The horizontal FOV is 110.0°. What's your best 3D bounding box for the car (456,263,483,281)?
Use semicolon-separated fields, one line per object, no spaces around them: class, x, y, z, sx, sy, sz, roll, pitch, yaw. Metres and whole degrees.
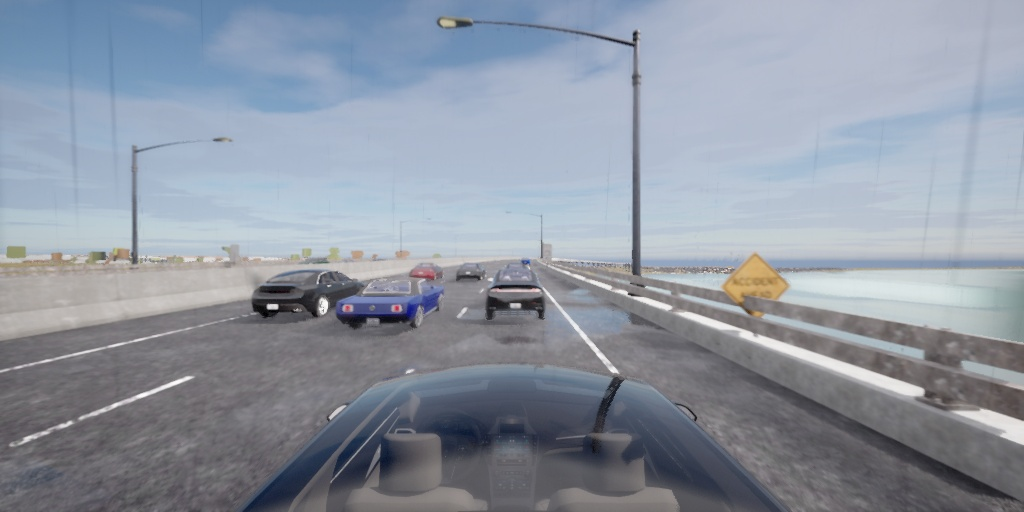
car;-3.190;1.205;28.463;1.994;1.385;4.181;0;0;1

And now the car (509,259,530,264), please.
car;0.311;1.205;28.479;1.994;1.385;4.181;0;0;1

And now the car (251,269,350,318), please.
car;-6.869;1.206;12.745;1.837;1.490;4.892;0;0;1

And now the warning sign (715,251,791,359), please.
warning sign;4.556;0.844;6.707;1.300;1.860;1.060;0;0;0

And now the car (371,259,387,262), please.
car;-17.016;1.090;45.208;1.837;1.490;4.892;0;0;2

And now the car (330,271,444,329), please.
car;-3.385;1.310;11.043;1.895;1.301;4.718;0;0;1

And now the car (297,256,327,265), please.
car;-24.059;0.943;43.553;2.097;1.767;4.553;0;0;2

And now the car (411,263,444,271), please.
car;-6.691;1.205;28.461;1.994;1.385;4.181;0;0;1

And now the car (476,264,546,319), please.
car;0.129;1.194;12.613;2.128;1.511;4.902;0;0;1

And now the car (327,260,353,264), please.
car;-20.537;1.151;44.393;1.994;1.385;4.181;0;0;2
